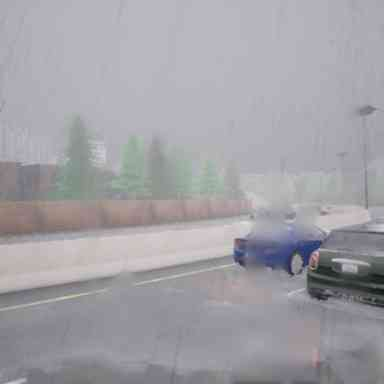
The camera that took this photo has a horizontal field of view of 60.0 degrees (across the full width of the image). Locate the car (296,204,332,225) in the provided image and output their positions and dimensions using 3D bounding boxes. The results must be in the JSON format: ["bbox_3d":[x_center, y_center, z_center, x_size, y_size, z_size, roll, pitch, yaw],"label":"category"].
[{"bbox_3d":[11.717,2.122,31.732,2.097,1.767,4.553,-2,-2,35],"label":"car"}]

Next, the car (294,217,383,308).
[{"bbox_3d":[4.684,1.521,7.895,4.553,1.767,2.097,1,-2,-41],"label":"car"}]

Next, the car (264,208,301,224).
[{"bbox_3d":[9.468,2.441,34.490,2.033,1.411,5.357,-2,-2,34],"label":"car"}]

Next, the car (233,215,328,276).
[{"bbox_3d":[3.543,1.777,11.537,5.008,1.535,1.882,1,-2,-42],"label":"car"}]
